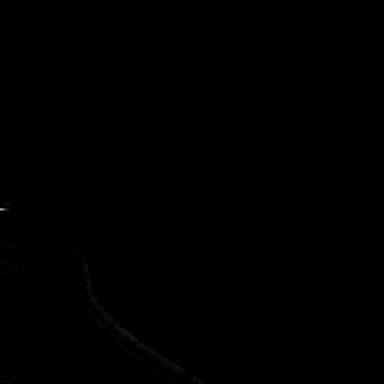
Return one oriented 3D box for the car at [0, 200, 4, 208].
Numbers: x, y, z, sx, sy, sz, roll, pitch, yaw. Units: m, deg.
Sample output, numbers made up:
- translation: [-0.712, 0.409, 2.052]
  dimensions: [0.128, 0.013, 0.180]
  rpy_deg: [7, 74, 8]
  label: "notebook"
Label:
- translation: [-30.172, 1.811, 51.129]
  dimensions: [1.994, 1.385, 4.181]
  rpy_deg: [0, 1, -28]
  label: "car"
